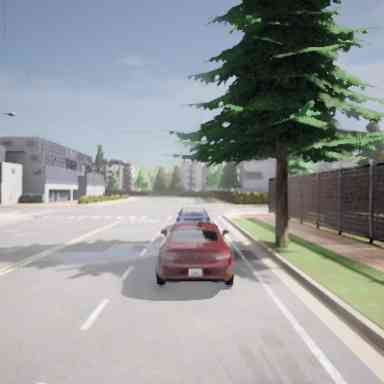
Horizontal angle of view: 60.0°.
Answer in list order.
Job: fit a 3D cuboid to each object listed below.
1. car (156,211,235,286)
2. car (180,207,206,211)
[{"bbox_3d":[0.077,1.490,9.190,1.812,1.442,4.674,0,0,0],"label":"car"},{"bbox_3d":[0.064,1.525,19.719,1.895,1.301,4.718,0,0,0],"label":"car"}]
